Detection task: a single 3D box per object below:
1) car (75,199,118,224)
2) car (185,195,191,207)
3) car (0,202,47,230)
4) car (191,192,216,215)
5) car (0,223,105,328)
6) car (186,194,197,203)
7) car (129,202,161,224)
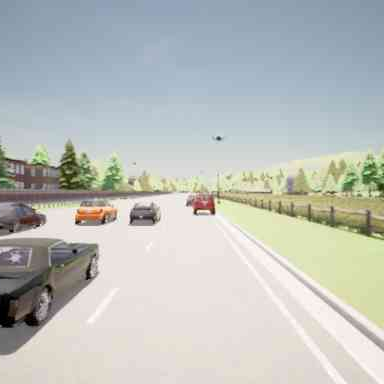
[{"bbox_3d":[-6.905,1.330,24.484,2.097,1.767,4.553,0,0,0],"label":"car"},{"bbox_3d":[-0.005,1.480,51.290,1.812,1.442,4.674,0,0,0],"label":"car"},{"bbox_3d":[-10.402,1.530,19.313,2.033,1.411,5.357,0,0,0],"label":"car"},{"bbox_3d":[1.220,1.194,33.850,2.150,2.045,5.566,0,0,0],"label":"car"},{"bbox_3d":[-3.400,1.595,6.945,1.895,1.301,4.718,0,0,0],"label":"car"},{"bbox_3d":[-0.009,1.294,65.370,2.097,1.767,4.553,0,0,0],"label":"car"},{"bbox_3d":[-3.404,1.469,24.737,2.128,1.511,4.902,0,0,0],"label":"car"}]
